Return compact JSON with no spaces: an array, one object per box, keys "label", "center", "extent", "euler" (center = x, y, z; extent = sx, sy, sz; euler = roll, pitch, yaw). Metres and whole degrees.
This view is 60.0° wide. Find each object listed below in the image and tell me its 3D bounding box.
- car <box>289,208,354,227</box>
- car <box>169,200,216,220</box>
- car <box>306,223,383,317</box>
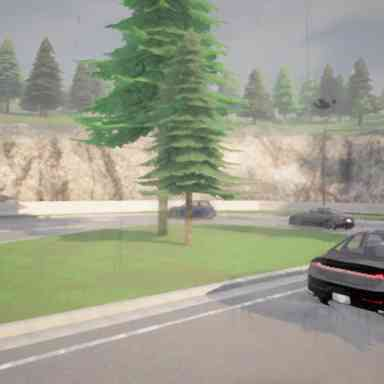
[{"label":"car","center":[8.595,1.741,22.322],"extent":[1.994,1.385,4.181],"euler":[1,-1,-34]},{"label":"car","center":[-0.180,1.500,29.361],"extent":[4.553,1.767,2.097],"euler":[0,0,-1]},{"label":"car","center":[4.392,1.558,6.923],"extent":[4.902,1.511,2.128],"euler":[1,0,-37]}]
